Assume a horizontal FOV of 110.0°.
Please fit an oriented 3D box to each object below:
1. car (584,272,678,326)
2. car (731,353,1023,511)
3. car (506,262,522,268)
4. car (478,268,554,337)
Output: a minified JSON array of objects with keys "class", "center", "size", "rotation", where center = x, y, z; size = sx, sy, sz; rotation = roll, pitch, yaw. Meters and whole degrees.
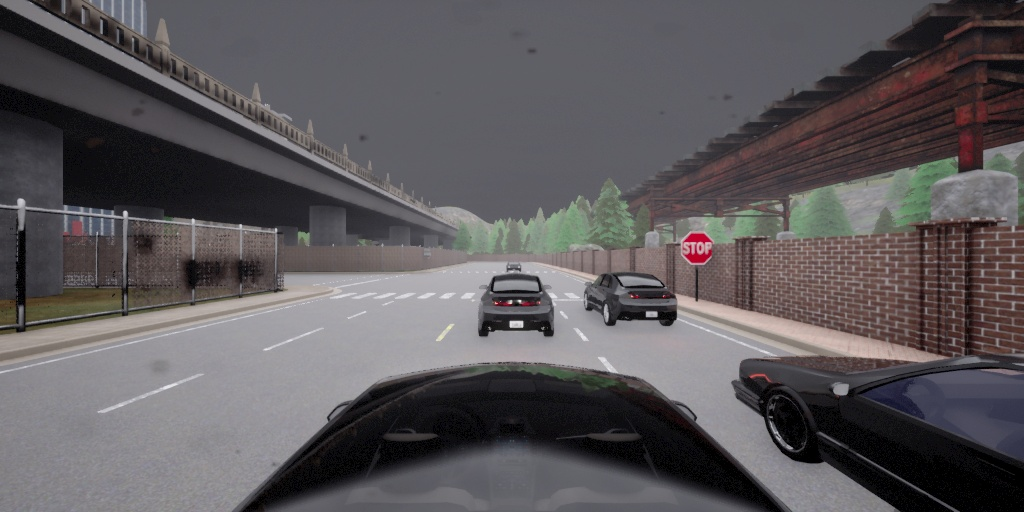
[{"class":"car","center":[3.605,1.255,11.651],"size":[1.837,1.490,4.892],"rotation":[0,0,0]},{"class":"car","center":[3.600,1.297,1.904],"size":[2.033,1.411,5.357],"rotation":[0,0,0]},{"class":"car","center":[0.218,1.351,45.476],"size":[1.895,1.301,4.718],"rotation":[0,0,-1]},{"class":"car","center":[0.103,1.255,10.293],"size":[1.837,1.490,4.892],"rotation":[0,0,0]}]
